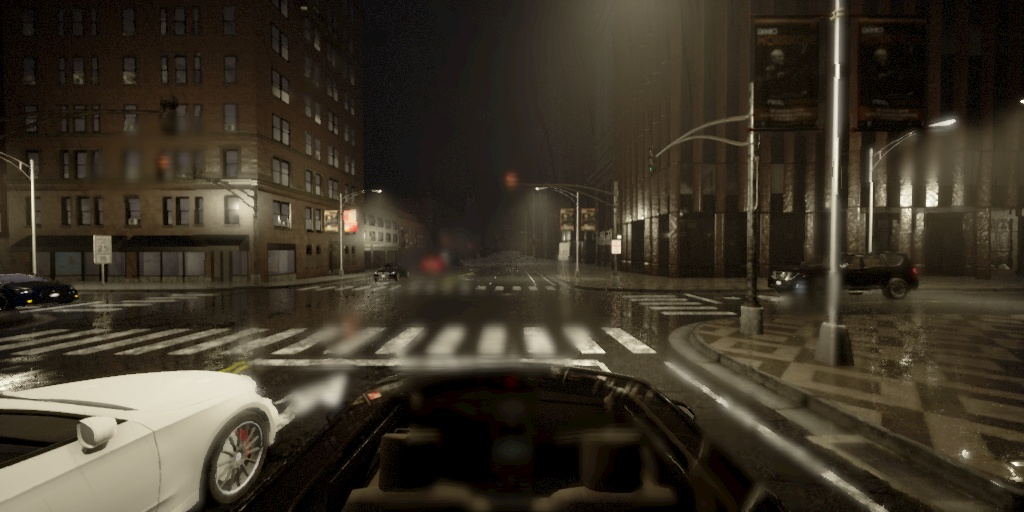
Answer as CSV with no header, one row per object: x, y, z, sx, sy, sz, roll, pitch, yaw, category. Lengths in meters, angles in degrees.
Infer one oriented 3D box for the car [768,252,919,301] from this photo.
14.867,0.863,16.250,5.566,2.045,2.150,0,1,1,car

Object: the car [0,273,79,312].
-20.235,1.388,14.327,4.181,1.385,1.994,0,1,1,car

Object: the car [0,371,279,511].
-3.159,1.276,1.425,1.812,1.442,4.674,0,0,2,car

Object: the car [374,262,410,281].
-9.762,1.267,29.576,1.812,1.442,4.674,0,0,1,car

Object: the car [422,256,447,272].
-9.702,0.959,45.431,2.150,2.045,5.566,0,0,0,car

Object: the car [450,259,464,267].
-9.564,1.272,63.351,2.033,1.411,5.357,0,0,0,car
